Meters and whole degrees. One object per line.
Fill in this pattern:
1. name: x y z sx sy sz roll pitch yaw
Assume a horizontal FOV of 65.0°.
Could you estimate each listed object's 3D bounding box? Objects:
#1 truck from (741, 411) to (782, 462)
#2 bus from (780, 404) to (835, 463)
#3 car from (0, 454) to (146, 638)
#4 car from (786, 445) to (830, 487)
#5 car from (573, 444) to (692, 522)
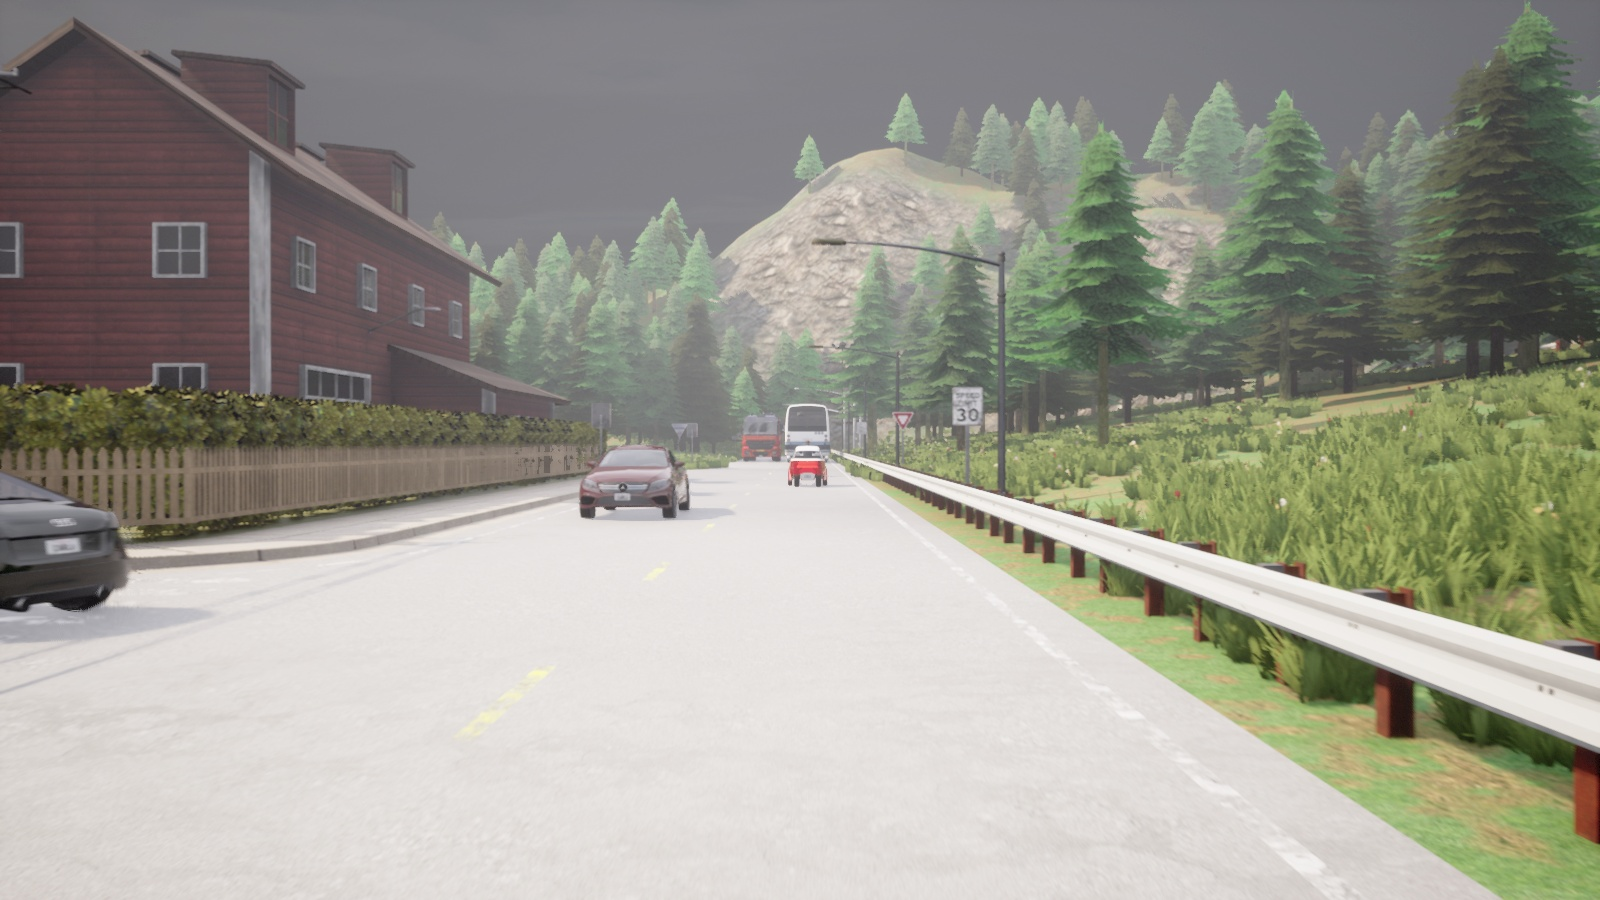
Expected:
1. truck: -2.924 -1.039 98.185 2.891 3.827 8.468 0 0 0
2. bus: 0.561 -1.232 95.538 3.944 4.253 10.273 0 0 0
3. car: -8.044 0.737 10.583 4.181 1.385 1.994 0 0 12
4. car: 0.261 0.529 43.207 1.481 1.376 2.207 0 1 0
5. car: -3.337 0.606 25.863 1.812 1.442 4.674 0 0 0
